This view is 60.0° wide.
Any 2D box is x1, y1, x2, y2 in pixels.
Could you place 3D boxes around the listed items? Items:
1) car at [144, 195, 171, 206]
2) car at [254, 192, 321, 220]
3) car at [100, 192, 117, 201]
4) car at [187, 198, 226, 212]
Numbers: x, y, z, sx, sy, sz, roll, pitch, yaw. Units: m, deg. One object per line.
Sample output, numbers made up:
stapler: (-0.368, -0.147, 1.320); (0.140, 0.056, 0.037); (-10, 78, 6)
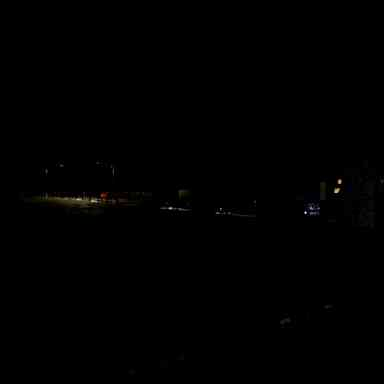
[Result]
car: (-4.546, 1.102, 43.067); (2.128, 1.511, 4.902); (1, 0, -36)
car: (7.475, 1.044, 26.616); (2.150, 2.045, 5.566); (1, 0, -36)
car: (-15.967, 0.738, 63.660); (2.097, 1.767, 4.553); (1, 0, -34)
car: (1.565, 1.320, 34.691); (1.895, 1.301, 4.718); (1, 0, -36)
